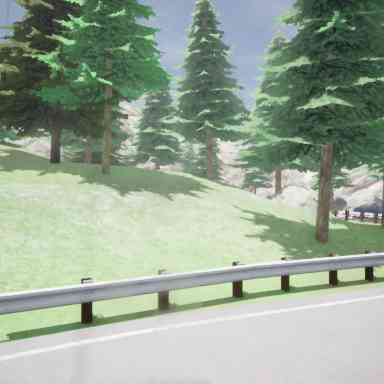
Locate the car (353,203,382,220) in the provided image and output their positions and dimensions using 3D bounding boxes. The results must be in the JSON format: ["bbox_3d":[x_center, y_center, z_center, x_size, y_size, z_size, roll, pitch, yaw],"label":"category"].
[{"bbox_3d":[14.932,1.579,26.427,1.994,1.385,4.181,0,0,-20],"label":"car"}]
